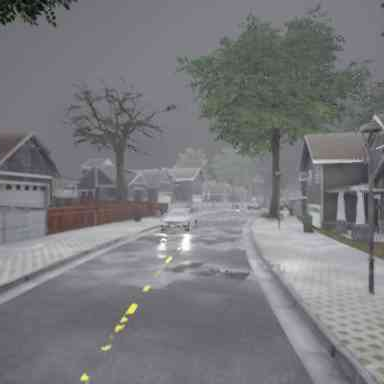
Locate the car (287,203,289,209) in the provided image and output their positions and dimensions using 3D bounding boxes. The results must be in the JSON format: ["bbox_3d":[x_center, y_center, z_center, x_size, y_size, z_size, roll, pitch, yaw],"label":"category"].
[{"bbox_3d":[20.802,2.976,75.977,2.150,2.045,5.566,0,-2,20],"label":"car"}]

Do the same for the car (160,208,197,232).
[{"bbox_3d":[-0.779,1.804,22.374,1.812,1.442,4.674,0,-1,10],"label":"car"}]

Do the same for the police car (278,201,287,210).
[{"bbox_3d":[17.244,2.837,66.659,1.930,1.638,5.238,0,-2,22],"label":"police car"}]

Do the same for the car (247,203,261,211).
[{"bbox_3d":[11.532,2.695,62.055,1.882,1.535,5.008,0,-2,22],"label":"car"}]
